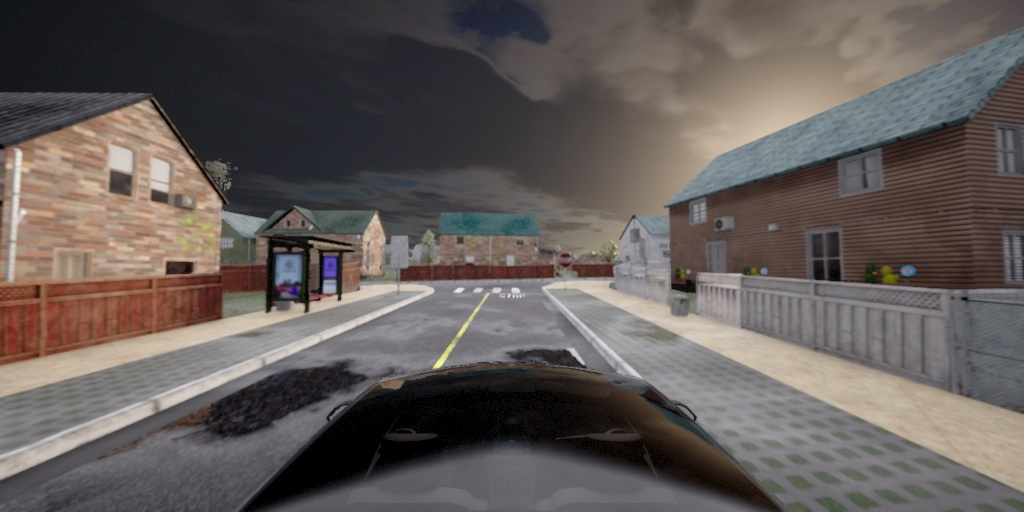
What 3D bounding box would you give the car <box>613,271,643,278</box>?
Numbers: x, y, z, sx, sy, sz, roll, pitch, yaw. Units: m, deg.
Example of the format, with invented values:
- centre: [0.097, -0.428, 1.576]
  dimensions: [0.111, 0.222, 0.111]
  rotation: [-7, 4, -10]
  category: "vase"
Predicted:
- centre: [10.444, 1.331, 29.446]
  dimensions: [4.181, 1.385, 1.994]
  rotation: [-1, -3, -10]
  category: "car"
